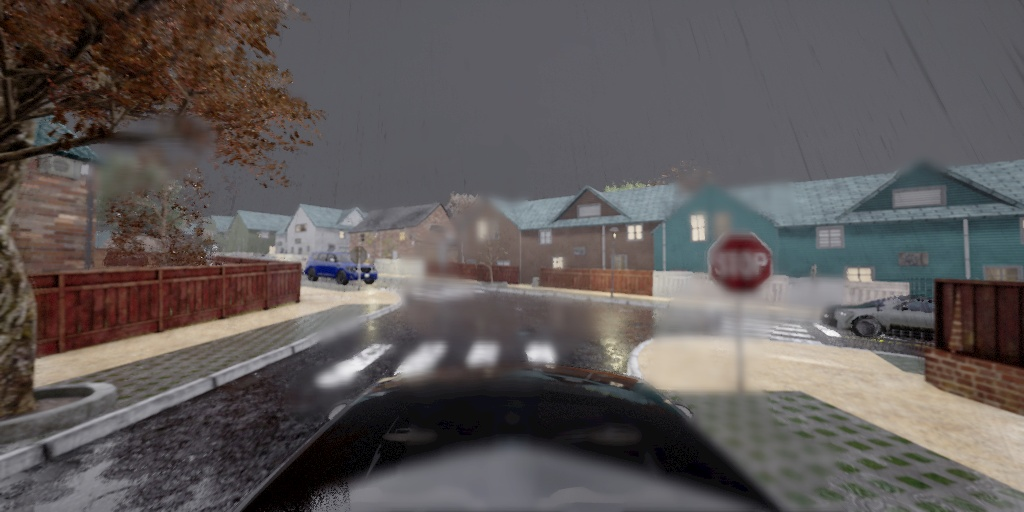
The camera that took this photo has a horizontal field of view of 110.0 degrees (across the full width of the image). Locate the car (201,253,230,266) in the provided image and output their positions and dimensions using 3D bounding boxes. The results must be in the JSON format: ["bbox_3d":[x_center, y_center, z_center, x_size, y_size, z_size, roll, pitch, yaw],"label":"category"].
[{"bbox_3d":[-28.443,0.455,34.298,5.008,1.535,1.882,2,-1,32],"label":"car"}]

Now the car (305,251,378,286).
[{"bbox_3d":[-11.220,0.759,23.469,5.566,2.045,2.150,2,-1,32],"label":"car"}]

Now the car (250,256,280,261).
[{"bbox_3d":[-19.833,0.758,28.880,4.892,1.490,1.837,2,-1,32],"label":"car"}]

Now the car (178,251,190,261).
[{"bbox_3d":[-43.314,0.096,47.060,4.674,1.442,1.812,2,-1,32],"label":"car"}]

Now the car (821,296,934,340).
[{"bbox_3d":[12.792,2.000,11.588,4.181,1.385,1.994,2,-1,28],"label":"car"}]
